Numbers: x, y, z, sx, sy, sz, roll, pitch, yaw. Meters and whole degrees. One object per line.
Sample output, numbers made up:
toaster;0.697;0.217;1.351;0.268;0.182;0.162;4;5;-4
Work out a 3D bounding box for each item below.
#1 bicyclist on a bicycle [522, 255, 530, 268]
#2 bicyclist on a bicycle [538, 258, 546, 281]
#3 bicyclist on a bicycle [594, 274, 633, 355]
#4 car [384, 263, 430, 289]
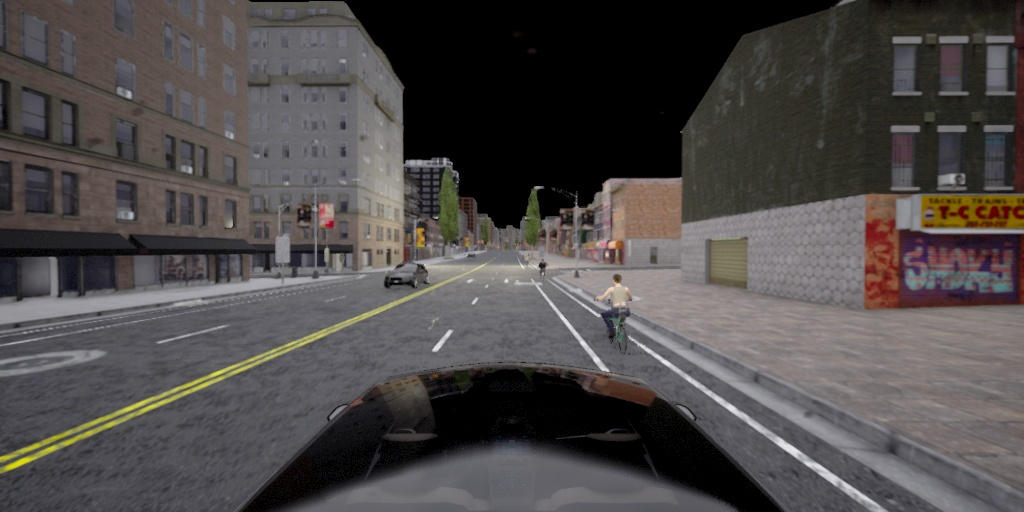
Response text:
bicyclist on a bicycle;2.263;0.915;53.343;0.866;1.612;1.509;0;1;0
bicyclist on a bicycle;2.256;1.060;26.739;0.659;1.776;1.843;0;0;0
bicyclist on a bicycle;2.233;1.182;7.718;0.866;1.612;1.509;0;0;0
car;-6.552;1.210;22.763;1.837;1.490;4.892;0;0;1
